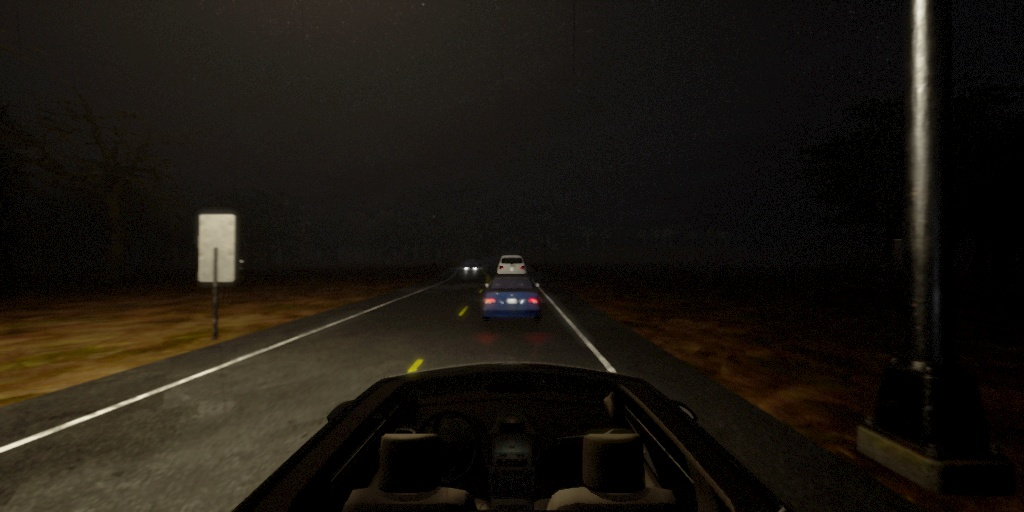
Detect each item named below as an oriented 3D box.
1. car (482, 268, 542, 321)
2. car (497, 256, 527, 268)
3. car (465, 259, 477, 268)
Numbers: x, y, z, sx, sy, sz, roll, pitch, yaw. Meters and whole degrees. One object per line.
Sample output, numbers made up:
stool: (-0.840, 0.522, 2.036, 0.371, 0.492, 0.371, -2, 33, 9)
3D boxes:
car: (0.011, 1.301, 12.476, 2.033, 1.411, 5.357, 0, 0, 0)
car: (0.006, 0.981, 28.578, 2.150, 2.045, 5.566, 0, 0, 0)
car: (-6.896, 1.222, 60.865, 1.812, 1.442, 4.674, 0, 0, -3)
